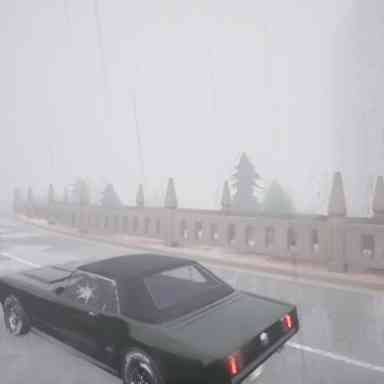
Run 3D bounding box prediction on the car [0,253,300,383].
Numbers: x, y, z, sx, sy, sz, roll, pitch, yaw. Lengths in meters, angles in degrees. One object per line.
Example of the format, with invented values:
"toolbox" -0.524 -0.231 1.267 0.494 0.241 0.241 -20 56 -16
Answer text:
"car" -1.034 1.613 4.943 4.718 1.301 1.895 0 0 38
